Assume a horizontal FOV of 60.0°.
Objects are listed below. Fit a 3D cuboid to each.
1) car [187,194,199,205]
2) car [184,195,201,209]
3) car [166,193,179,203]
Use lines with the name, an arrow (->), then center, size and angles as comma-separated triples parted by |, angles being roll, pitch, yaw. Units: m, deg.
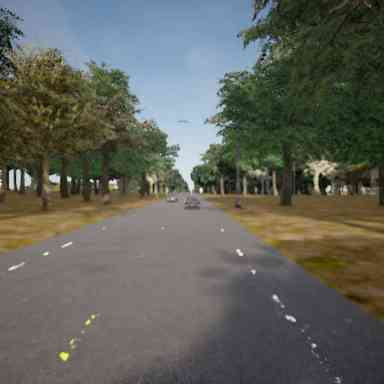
car -> 0.080, 1.180, 53.318 | 1.837, 1.490, 4.892 | 0, 1, 0
car -> 0.085, 1.261, 40.489 | 2.128, 1.511, 4.902 | 0, 0, 0
car -> -3.564, 0.980, 59.995 | 2.097, 1.767, 4.553 | 0, 0, 1
